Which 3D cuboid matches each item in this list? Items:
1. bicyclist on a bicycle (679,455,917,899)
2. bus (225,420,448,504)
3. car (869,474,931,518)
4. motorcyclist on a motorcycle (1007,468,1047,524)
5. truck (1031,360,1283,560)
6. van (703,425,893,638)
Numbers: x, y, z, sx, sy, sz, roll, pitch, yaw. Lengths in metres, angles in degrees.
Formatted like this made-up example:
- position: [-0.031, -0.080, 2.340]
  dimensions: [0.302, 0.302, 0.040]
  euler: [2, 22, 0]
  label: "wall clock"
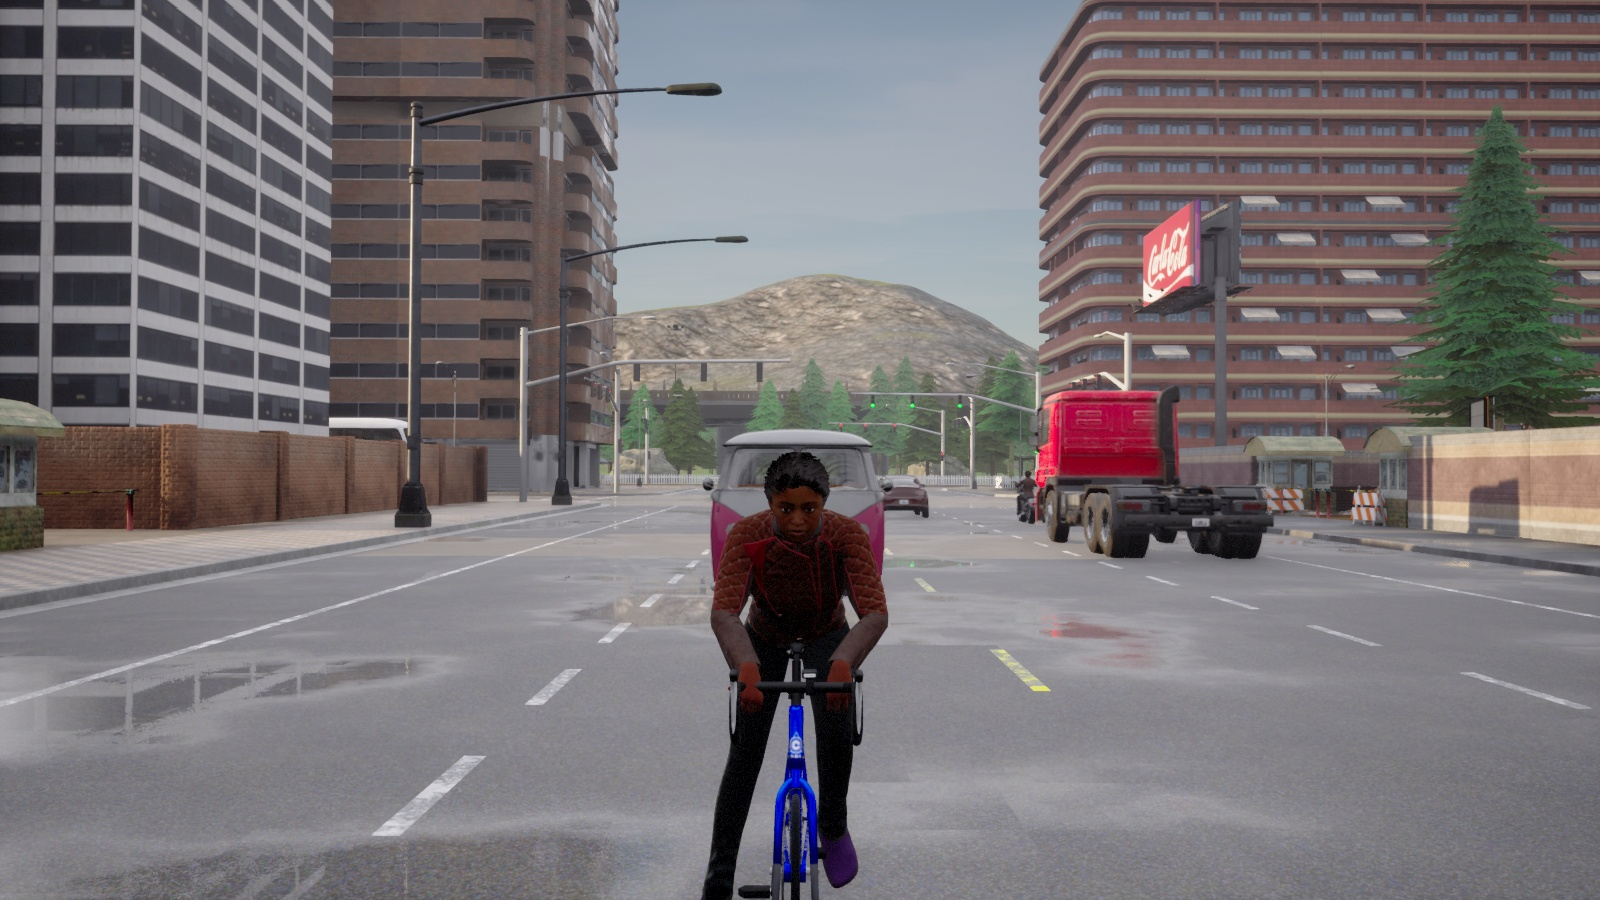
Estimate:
- position: [-0.005, 0.833, 3.919]
  dimensions: [0.582, 1.620, 1.656]
  euler: [0, -1, 0]
  label: "bicyclist on a bicycle"
- position: [-24.146, 0.639, 65.914]
  dimensions: [10.273, 4.253, 3.944]
  euler: [0, -1, 0]
  label: "bus"
- position: [3.441, 1.563, 43.935]
  dimensions: [1.812, 1.442, 4.674]
  euler: [0, -1, 0]
  label: "car"
- position: [6.947, 1.382, 38.518]
  dimensions: [0.766, 1.649, 2.350]
  euler: [0, -1, 0]
  label: "motorcyclist on a motorcycle"
- position: [6.961, 0.238, 25.864]
  dimensions: [2.891, 3.462, 7.936]
  euler: [0, -1, 0]
  label: "truck"
- position: [-0.020, 0.802, 13.985]
  dimensions: [1.775, 1.987, 4.442]
  euler: [0, -1, 0]
  label: "van"
